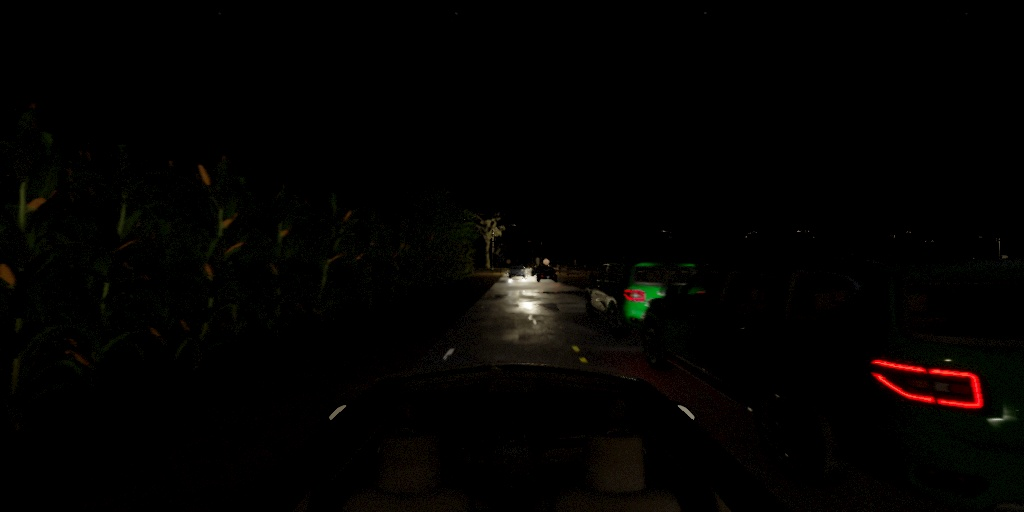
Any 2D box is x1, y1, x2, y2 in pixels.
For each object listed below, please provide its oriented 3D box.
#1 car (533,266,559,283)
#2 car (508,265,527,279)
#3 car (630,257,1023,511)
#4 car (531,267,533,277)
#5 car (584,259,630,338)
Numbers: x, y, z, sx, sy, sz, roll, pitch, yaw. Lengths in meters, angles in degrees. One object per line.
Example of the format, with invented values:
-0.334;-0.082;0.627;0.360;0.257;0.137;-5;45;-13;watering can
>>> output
3.284;1.737;34.372;1.812;1.442;4.674;1;-1;1;car
0.579;1.790;40.273;1.812;1.442;4.674;1;-1;1;car
3.594;1.051;4.834;2.150;2.045;5.566;1;-1;1;car
3.412;1.931;45.244;1.994;1.385;4.181;1;-1;1;car
3.690;1.123;10.833;2.150;2.045;5.566;1;-1;1;car
